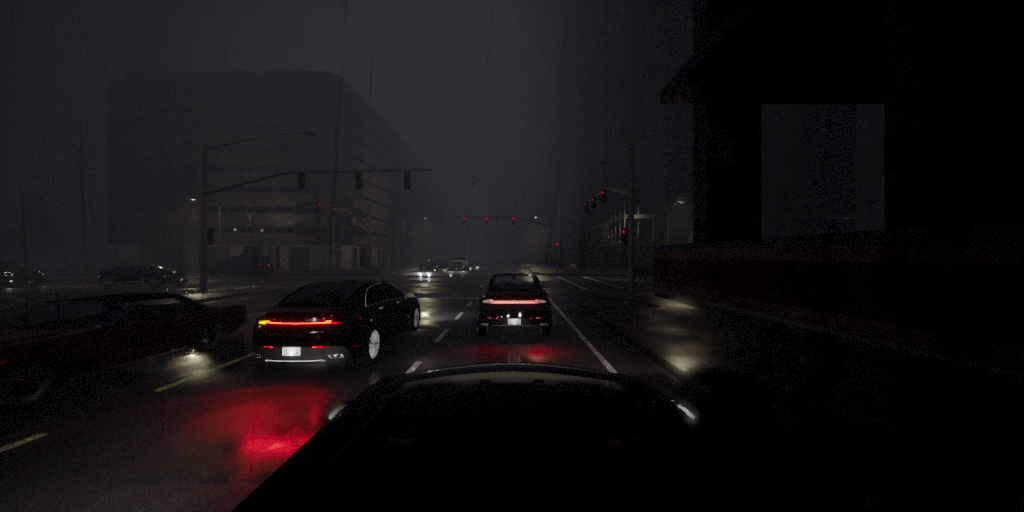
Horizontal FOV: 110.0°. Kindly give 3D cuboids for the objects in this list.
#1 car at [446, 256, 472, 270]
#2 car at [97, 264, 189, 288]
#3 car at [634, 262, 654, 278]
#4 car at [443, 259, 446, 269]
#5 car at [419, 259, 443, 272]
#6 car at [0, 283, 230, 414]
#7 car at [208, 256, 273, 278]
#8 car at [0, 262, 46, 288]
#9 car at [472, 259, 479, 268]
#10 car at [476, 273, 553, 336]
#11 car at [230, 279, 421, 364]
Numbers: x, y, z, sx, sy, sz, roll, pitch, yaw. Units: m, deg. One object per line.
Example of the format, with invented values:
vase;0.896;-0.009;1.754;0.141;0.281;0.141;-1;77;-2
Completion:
car;-7.481;0.971;51.106;2.150;2.045;5.566;0;0;0
car;-24.323;1.297;23.742;4.902;1.511;2.128;0;0;0
car;13.954;1.297;34.369;4.902;1.511;2.128;0;0;0
car;-10.940;1.228;57.003;1.882;1.535;5.008;0;0;1
car;-10.968;1.241;47.500;2.128;1.511;4.902;0;0;0
car;-7.136;1.351;6.132;1.895;1.301;4.718;0;0;0
car;-26.078;1.027;34.446;5.566;2.045;2.150;0;0;0
car;-34.098;1.157;23.763;4.553;1.767;2.097;0;0;0
car;-7.377;1.297;61.380;2.033;1.411;5.357;0;0;1
car;0.060;1.242;10.381;2.128;1.511;4.902;0;0;0
car;-3.450;1.255;8.061;1.837;1.490;4.892;0;0;0
